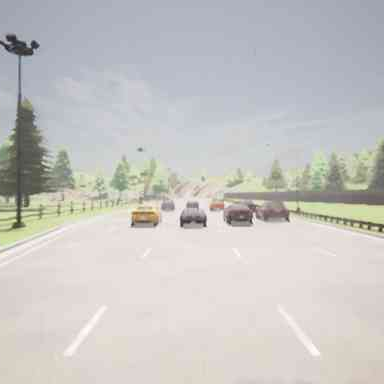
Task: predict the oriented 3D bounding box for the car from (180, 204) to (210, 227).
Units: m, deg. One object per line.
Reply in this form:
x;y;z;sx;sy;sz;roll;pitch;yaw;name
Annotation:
0.094;1.793;24.701;1.895;1.301;4.718;0;0;0;car

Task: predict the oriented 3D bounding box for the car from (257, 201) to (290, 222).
7.006;1.579;29.255;2.097;1.767;4.553;0;-1;0;car

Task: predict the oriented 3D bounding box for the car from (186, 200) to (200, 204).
0.091;1.866;47.981;2.128;1.511;4.902;0;0;0;car

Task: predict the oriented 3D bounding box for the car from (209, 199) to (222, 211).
3.591;1.721;47.641;2.097;1.767;4.553;0;-1;0;car

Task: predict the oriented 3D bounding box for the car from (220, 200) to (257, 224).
3.594;1.685;26.598;1.882;1.535;5.008;0;-1;0;car

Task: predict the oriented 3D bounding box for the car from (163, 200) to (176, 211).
-3.408;1.866;47.974;2.128;1.511;4.902;0;0;0;car

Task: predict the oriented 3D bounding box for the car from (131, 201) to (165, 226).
-3.406;1.676;25.462;1.882;1.535;5.008;0;-1;0;car

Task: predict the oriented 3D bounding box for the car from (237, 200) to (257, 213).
7.036;1.841;43.121;1.837;1.490;4.892;0;0;0;car
